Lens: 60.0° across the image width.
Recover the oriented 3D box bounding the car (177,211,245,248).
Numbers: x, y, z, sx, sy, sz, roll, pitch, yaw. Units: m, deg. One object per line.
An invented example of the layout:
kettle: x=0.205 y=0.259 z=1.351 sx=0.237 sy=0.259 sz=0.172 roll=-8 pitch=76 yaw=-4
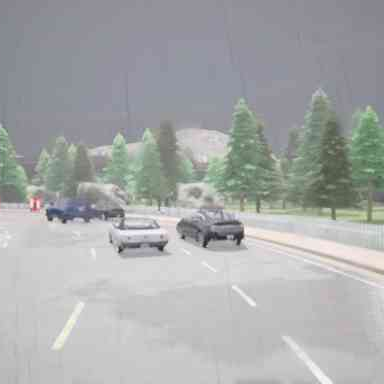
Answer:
car: x=0.724 y=1.639 z=15.809 sx=2.128 sy=1.511 sz=4.902 roll=0 pitch=0 yaw=-20

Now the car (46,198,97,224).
car: x=-10.340 y=1.488 z=27.791 sx=2.150 sy=2.045 sz=5.566 roll=0 pitch=-1 yaw=-41

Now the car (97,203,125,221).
car: x=-7.888 y=1.799 z=30.283 sx=1.837 sy=1.490 sz=4.892 roll=0 pitch=0 yaw=-41

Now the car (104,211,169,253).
car: x=-2.499 y=1.739 z=14.455 sx=1.895 sy=1.301 sz=4.718 roll=0 pitch=-1 yaw=-20
